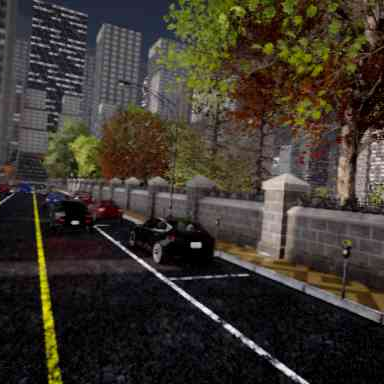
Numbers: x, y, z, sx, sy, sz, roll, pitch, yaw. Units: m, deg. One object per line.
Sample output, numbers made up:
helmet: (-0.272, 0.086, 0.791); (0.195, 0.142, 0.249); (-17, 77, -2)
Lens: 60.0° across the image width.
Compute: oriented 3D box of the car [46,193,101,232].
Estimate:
car: (-5.942, 1.062, 16.296); (1.812, 1.442, 4.674); (4, 0, -25)

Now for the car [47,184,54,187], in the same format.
car: (-36.332, -1.274, 85.658); (2.008, 1.369, 4.403); (4, 0, -26)

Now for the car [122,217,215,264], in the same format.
car: (-0.782, 1.482, 11.378); (1.947, 1.339, 4.313); (4, 0, -26)

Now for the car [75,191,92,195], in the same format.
car: (-10.352, 0.622, 31.390); (1.967, 1.590, 4.097); (4, 0, -26)

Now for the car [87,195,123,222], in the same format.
car: (-5.573, 1.131, 21.384); (1.802, 1.307, 4.206); (4, 0, -26)

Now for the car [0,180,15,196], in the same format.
car: (-24.634, -0.553, 43.031); (2.192, 1.841, 5.009); (4, 0, -26)

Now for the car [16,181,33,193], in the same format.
car: (-27.774, -0.647, 55.497); (1.882, 1.535, 5.008); (4, 0, -26)

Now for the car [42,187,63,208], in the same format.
car: (-11.934, 0.623, 28.879); (2.033, 1.411, 5.357); (4, 0, -25)
